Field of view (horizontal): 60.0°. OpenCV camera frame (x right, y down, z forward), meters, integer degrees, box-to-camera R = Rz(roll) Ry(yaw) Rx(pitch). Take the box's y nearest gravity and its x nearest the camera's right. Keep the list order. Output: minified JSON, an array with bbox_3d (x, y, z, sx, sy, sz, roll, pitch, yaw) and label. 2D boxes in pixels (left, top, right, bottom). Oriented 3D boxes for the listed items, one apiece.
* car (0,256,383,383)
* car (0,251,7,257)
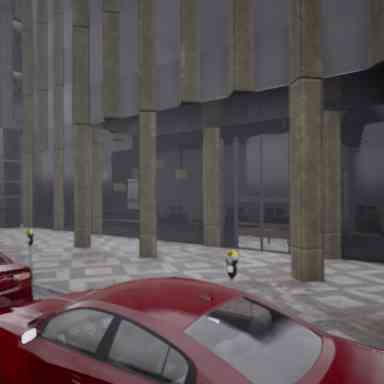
[{"bbox_3d":[-0.479,1.562,3.304,4.507,1.381,1.887,-1,0,36],"label":"car"},{"bbox_3d":[-4.904,1.606,6.463,4.507,1.381,1.887,-1,0,36],"label":"car"}]
